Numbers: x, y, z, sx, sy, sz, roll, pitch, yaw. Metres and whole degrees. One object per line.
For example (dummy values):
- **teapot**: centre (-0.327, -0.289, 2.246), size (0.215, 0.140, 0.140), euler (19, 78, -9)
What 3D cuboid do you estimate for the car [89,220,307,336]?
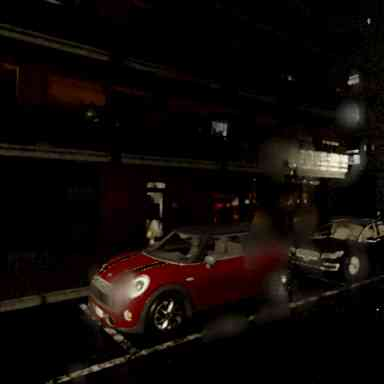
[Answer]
- **car**: centre (0.114, 1.415, 6.585), size (4.097, 1.590, 1.967), euler (0, 1, -36)

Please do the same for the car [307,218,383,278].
- **car**: centre (4.749, 1.489, 9.898), size (4.403, 1.369, 2.008), euler (0, 1, -36)
